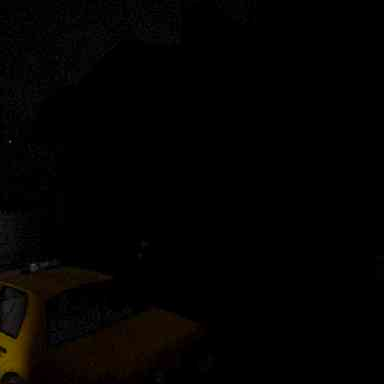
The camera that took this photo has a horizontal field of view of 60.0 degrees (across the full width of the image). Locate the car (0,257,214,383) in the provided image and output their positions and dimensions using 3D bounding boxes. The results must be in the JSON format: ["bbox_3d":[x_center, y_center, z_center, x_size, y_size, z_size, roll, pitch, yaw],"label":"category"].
[{"bbox_3d":[-2.055,1.525,4.274,4.829,1.417,1.752,0,0,35],"label":"car"}]
